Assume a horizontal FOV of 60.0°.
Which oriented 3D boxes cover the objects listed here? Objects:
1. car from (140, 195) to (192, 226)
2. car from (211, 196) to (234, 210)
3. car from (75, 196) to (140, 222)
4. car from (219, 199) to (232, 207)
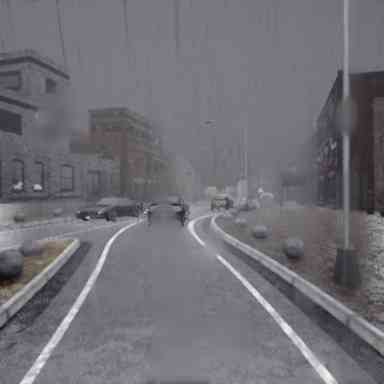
[{"bbox_3d":[-1.120,0.923,18.125,2.128,1.511,4.902,0,1,4],"label":"car"},{"bbox_3d":[3.327,1.182,35.590,2.128,1.511,4.902,0,-2,17],"label":"car"},{"bbox_3d":[-4.789,0.975,20.341,2.033,1.411,5.357,0,0,17],"label":"car"},{"bbox_3d":[6.045,1.908,59.481,1.895,1.301,4.718,0,0,11],"label":"car"}]
